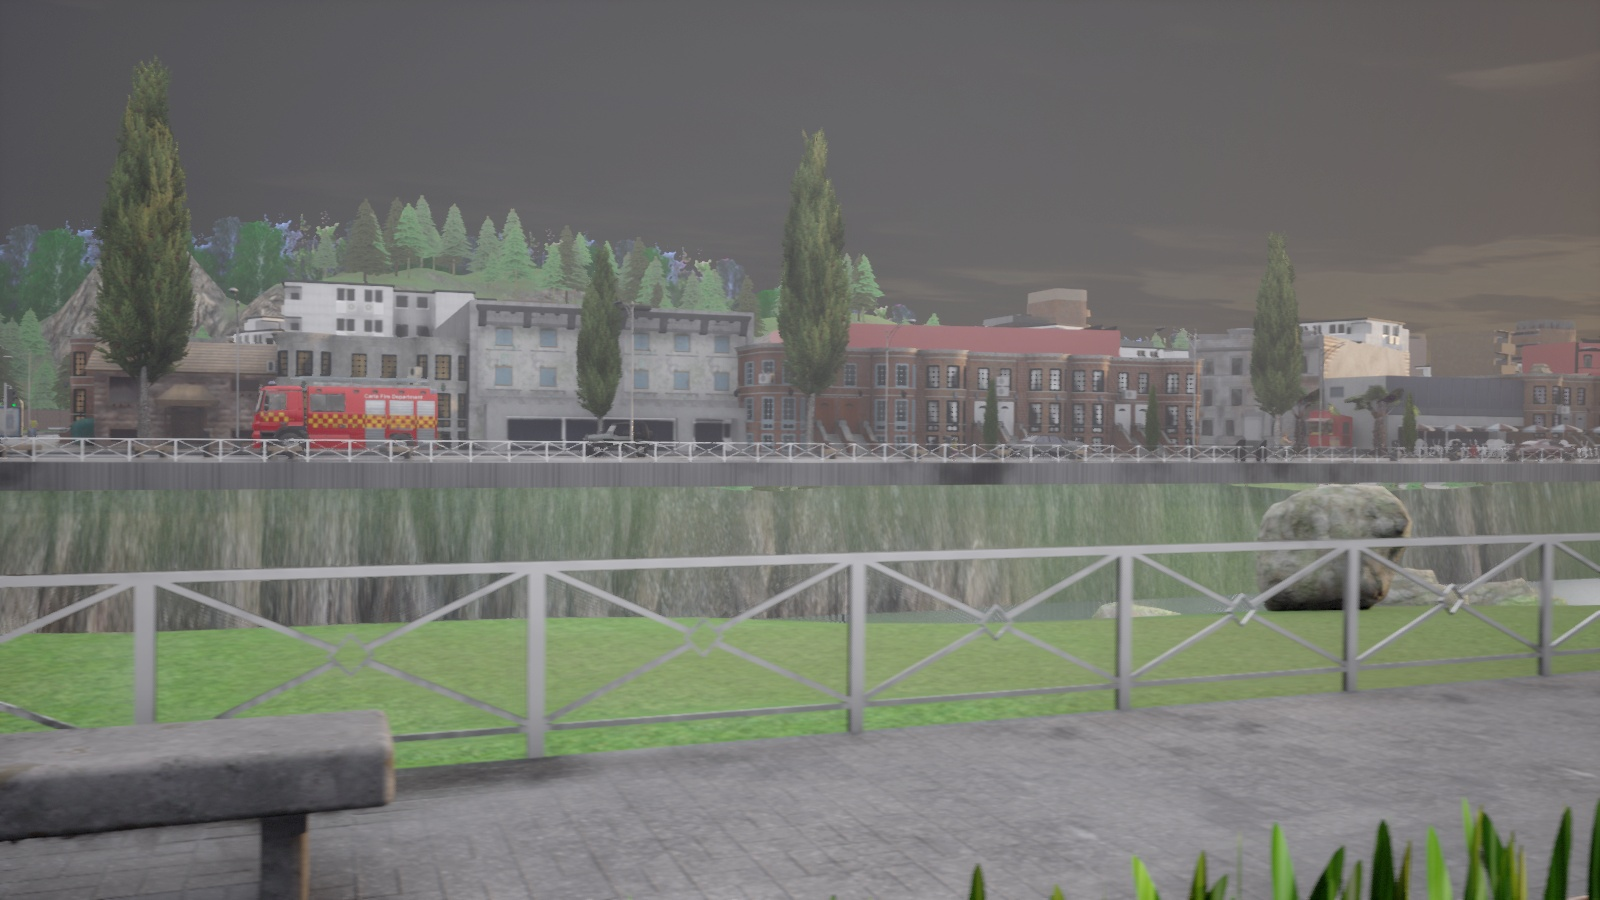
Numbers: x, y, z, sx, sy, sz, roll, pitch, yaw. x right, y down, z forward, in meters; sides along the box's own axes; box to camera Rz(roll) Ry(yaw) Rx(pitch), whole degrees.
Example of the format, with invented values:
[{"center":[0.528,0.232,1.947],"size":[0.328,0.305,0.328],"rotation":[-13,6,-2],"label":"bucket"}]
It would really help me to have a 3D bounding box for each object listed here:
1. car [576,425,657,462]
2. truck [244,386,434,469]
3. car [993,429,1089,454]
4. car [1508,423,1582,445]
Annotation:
[{"center":[-9.638,-0.375,66.055],"size":[3.866,1.878,1.905],"rotation":[-1,1,-21],"label":"car"},{"center":[-22.361,-1.121,61.209],"size":[8.468,3.827,2.891],"rotation":[-1,1,-21],"label":"truck"},{"center":[14.424,-0.529,75.201],"size":[5.357,1.411,2.033],"rotation":[-1,1,-21],"label":"car"},{"center":[50.129,-1.084,84.490],"size":[4.674,1.442,1.812],"rotation":[-1,1,-21],"label":"car"}]
